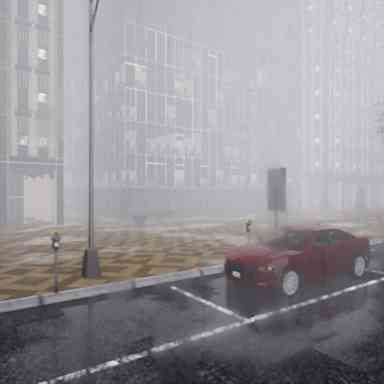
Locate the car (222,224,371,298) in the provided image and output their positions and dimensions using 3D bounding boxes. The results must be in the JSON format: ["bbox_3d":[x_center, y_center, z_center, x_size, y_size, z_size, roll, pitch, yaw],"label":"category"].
[{"bbox_3d":[2.794,1.545,8.532,4.507,1.381,1.887,0,0,-35],"label":"car"}]
